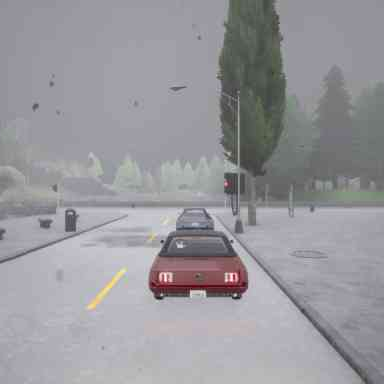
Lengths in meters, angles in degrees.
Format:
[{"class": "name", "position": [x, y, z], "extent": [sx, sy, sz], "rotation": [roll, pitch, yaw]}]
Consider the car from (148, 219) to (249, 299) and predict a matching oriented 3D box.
[{"class": "car", "position": [0.125, 1.601, 8.373], "extent": [1.895, 1.301, 4.718], "rotation": [0, 0, 0]}]

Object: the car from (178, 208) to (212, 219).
[{"class": "car", "position": [0.157, 1.564, 18.413], "extent": [1.994, 1.385, 4.181], "rotation": [0, 0, 0]}]
